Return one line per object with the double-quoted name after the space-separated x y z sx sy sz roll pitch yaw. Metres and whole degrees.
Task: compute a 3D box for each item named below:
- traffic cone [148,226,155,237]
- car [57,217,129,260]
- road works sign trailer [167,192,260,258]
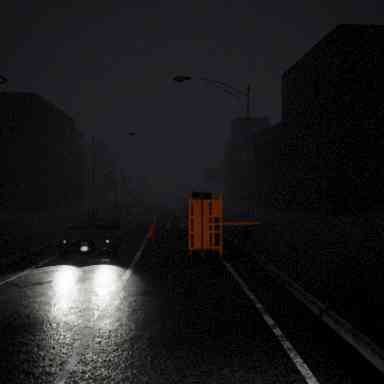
-2.243 2.182 18.376 0.340 0.580 0.340 -1 -2 -5 "traffic cone"
-3.592 1.677 12.727 1.994 1.385 4.181 0 -1 -4 "car"
0.819 1.165 13.261 2.880 2.380 3.560 0 -1 -13 "road works sign trailer"
